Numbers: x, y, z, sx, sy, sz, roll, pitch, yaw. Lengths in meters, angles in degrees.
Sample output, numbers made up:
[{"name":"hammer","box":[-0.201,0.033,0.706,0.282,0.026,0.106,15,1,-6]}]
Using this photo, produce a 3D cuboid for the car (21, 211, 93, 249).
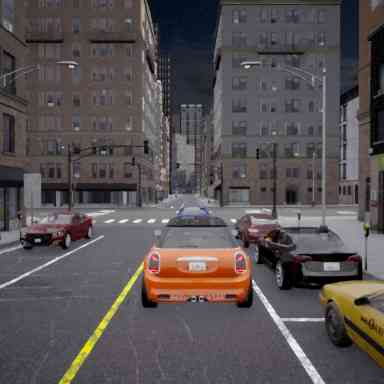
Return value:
[{"name":"car","box":[-5.679,1.541,14.483,1.887,1.381,4.507,-1,0,0]}]

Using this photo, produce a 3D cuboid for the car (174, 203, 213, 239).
[{"name":"car","box":[0.099,1.473,18.385,1.882,1.535,5.008,0,0,1]}]

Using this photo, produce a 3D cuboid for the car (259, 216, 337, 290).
[{"name":"car","box":[2.866,1.564,8.900,1.947,1.339,4.313,-1,0,0]}]

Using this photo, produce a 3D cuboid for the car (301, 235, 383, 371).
[{"name":"car","box":[2.866,1.524,3.484,1.752,1.417,4.829,-1,0,0]}]

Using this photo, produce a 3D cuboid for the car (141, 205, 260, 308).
[{"name":"car","box":[0.097,1.350,8.097,2.097,1.767,4.553,0,0,0]}]

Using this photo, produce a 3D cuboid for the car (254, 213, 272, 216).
[{"name":"car","box":[2.866,1.578,14.486,1.802,1.307,4.206,-1,0,0]}]
